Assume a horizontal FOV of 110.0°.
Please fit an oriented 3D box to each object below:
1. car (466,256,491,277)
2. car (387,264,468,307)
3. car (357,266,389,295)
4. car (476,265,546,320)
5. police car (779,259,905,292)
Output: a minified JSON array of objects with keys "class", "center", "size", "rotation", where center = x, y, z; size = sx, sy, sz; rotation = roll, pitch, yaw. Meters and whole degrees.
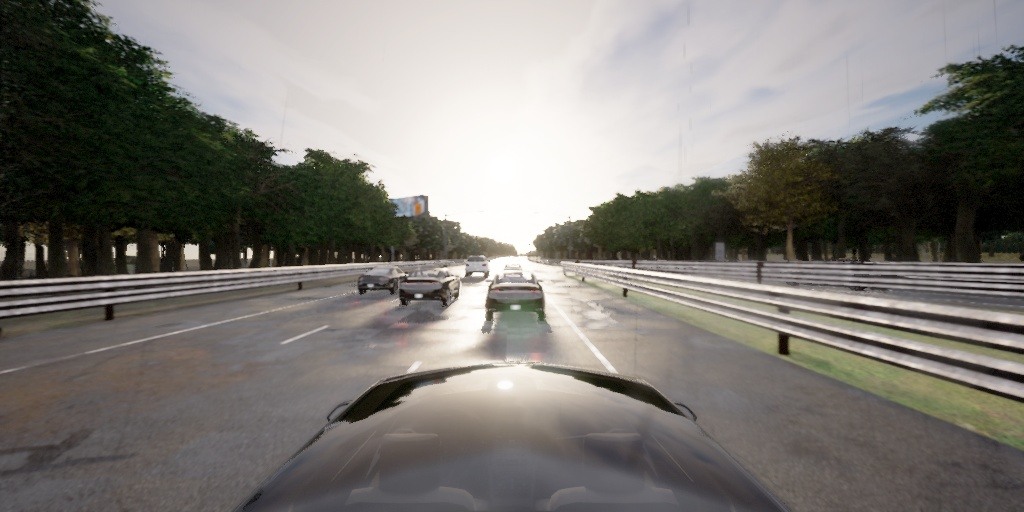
[{"class":"car","center":[-3.397,1.016,36.204],"size":[2.150,2.045,5.566],"rotation":[0,0,0]},{"class":"car","center":[-3.398,1.245,15.494],"size":[2.128,1.511,4.902],"rotation":[0,0,0]},{"class":"car","center":[-6.896,1.283,19.785],"size":[1.812,1.442,4.674],"rotation":[0,0,0]},{"class":"car","center":[0.101,1.242,12.569],"size":[2.128,1.511,4.902],"rotation":[0,0,0]},{"class":"police car","center":[16.859,0.978,18.838],"size":[2.038,1.542,4.974],"rotation":[0,0,-16]}]
